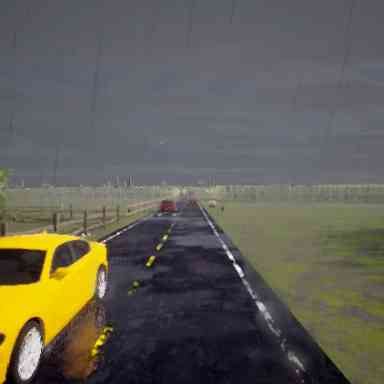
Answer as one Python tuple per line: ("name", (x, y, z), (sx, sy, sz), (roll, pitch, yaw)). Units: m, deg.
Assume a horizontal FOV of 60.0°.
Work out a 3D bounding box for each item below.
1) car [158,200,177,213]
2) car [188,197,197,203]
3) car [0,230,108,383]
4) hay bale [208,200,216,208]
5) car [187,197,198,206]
("car", (-2.826, 1.624, 38.850), (1.882, 1.535, 5.008), (0, 0, 0))
("car", (0.021, 1.690, 73.300), (1.895, 1.301, 4.718), (0, 0, 0))
("car", (-2.833, 1.503, 5.564), (1.882, 1.535, 5.008), (0, 0, 0))
("hay bale", (3.146, 1.837, 52.021), (1.220, 1.180, 1.240), (1, 1, 0))
("car", (0.020, 1.768, 61.008), (1.994, 1.385, 4.181), (0, 0, 0))
